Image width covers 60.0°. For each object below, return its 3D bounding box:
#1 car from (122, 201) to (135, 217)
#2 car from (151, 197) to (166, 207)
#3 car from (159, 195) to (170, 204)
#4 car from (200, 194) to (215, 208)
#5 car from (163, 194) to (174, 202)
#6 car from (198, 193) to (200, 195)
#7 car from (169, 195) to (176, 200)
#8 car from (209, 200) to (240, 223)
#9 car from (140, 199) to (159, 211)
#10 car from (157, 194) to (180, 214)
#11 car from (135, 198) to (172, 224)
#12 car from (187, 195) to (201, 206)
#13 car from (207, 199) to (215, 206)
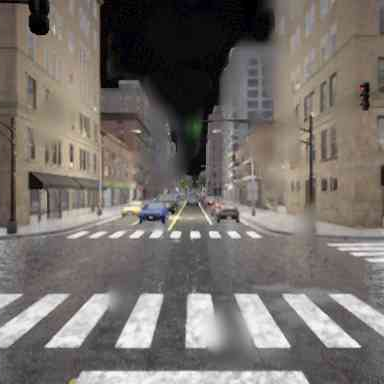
[{"bbox_3d":[-5.389,1.546,31.144,1.752,1.417,4.829,0,0,0],"label":"car"},{"bbox_3d":[-5.389,1.583,54.039,2.008,1.369,4.403,0,0,0],"label":"car"},{"bbox_3d":[-5.389,1.477,65.401,1.967,1.590,4.097,0,0,0],"label":"car"},{"bbox_3d":[2.636,1.470,48.361,1.967,1.590,4.097,0,0,0],"label":"car"},{"bbox_3d":[-5.390,1.357,76.763,2.192,1.841,5.009,0,0,0],"label":"car"},{"bbox_3d":[2.636,1.350,59.725,2.192,1.841,5.009,0,0,0],"label":"car"},{"bbox_3d":[-5.390,1.627,93.808,1.802,1.307,4.206,0,0,0],"label":"car"},{"bbox_3d":[2.637,1.569,25.634,2.008,1.369,4.403,0,0,0],"label":"car"},{"bbox_3d":[-5.389,1.593,42.676,1.947,1.339,4.313,0,0,0],"label":"car"},{"bbox_3d":[-2.822,1.245,35.486,2.150,2.045,5.566,0,0,1],"label":"car"},{"bbox_3d":[-2.842,1.495,25.497,1.882,1.535,5.008,0,0,0],"label":"car"},{"bbox_3d":[0.098,1.597,56.589,1.994,1.385,4.181,0,0,0],"label":"car"},{"bbox_3d":[2.637,1.603,31.315,1.802,1.307,4.206,0,0,0],"label":"car"}]
